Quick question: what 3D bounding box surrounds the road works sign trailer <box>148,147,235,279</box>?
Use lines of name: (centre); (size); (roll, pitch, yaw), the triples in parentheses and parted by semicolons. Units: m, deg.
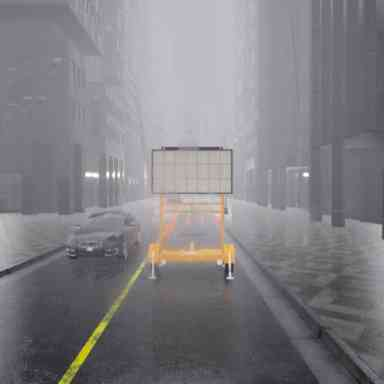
road works sign trailer: (0.006, 0.457, 9.993); (2.380, 3.560, 2.880); (0, 0, 1)

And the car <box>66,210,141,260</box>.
car: (-3.105, 1.495, 12.526); (1.837, 1.490, 4.892); (0, 0, 0)

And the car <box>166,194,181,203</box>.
car: (-3.014, 1.134, 55.691); (2.150, 2.045, 5.566); (0, 0, 0)
